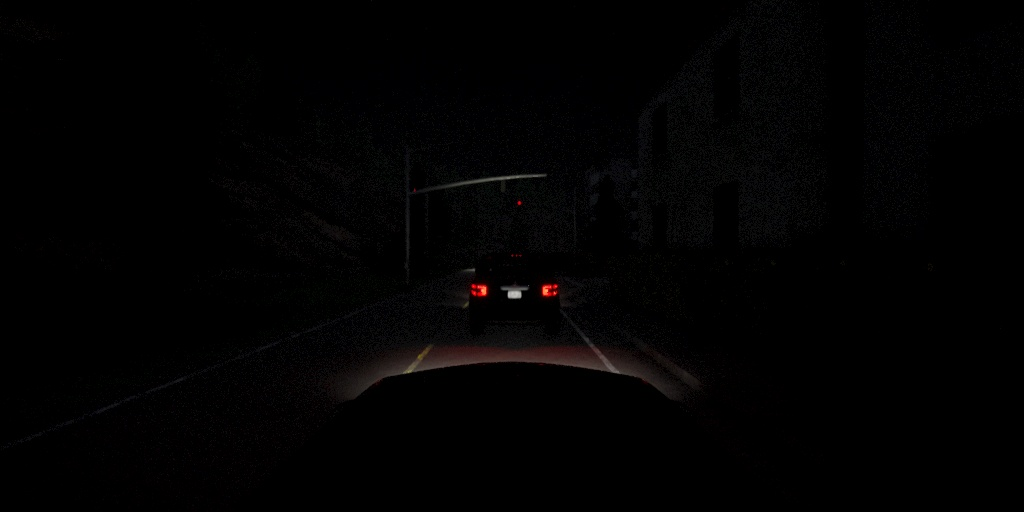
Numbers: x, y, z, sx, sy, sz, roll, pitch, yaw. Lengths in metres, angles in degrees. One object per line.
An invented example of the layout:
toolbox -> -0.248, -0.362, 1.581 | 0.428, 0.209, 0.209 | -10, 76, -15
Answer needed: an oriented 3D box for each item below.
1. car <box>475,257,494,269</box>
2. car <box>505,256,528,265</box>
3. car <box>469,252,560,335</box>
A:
car -> -3.499, 0.898, 46.374 | 1.837, 1.490, 4.892 | 0, 0, 2
car -> 0.909, 0.722, 64.803 | 1.882, 1.535, 5.008 | 0, 0, 30
car -> 0.063, 0.902, 10.398 | 2.150, 2.045, 5.566 | 0, 0, 0
